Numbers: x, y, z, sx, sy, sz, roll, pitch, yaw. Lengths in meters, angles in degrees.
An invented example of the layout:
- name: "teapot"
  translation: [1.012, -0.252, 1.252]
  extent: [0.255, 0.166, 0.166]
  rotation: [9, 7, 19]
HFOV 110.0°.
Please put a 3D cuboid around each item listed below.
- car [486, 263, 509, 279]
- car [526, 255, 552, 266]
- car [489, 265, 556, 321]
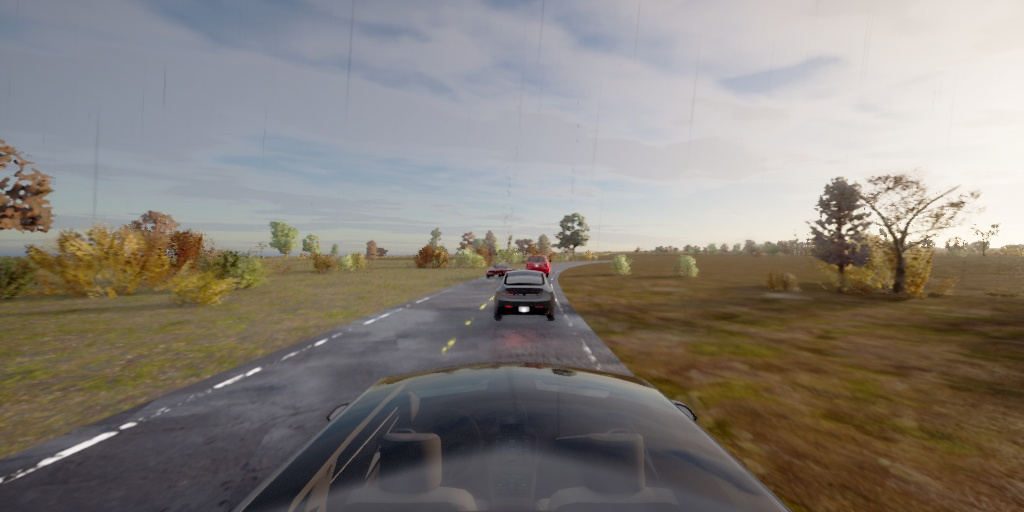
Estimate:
- name: "car"
  translation: [-1.032, 1.332, 31.729]
  extent: [1.895, 1.301, 4.718]
  rotation: [0, 0, 8]
- name: "car"
  translation: [2.576, 0.957, 34.512]
  extent: [2.150, 2.045, 5.566]
  rotation: [0, 0, 8]
- name: "car"
  translation: [0.458, 1.253, 12.553]
  extent: [1.837, 1.490, 4.892]
  rotation: [0, 0, 3]
